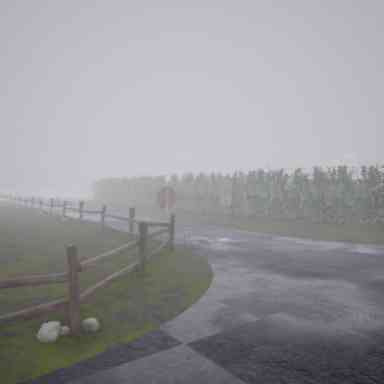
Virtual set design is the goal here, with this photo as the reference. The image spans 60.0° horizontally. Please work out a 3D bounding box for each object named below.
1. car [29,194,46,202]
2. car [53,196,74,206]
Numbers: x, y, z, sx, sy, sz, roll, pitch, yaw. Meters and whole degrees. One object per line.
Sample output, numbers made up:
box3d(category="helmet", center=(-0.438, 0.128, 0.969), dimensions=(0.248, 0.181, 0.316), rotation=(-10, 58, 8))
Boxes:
box3d(category="car", center=(-26.234, 1.070, 56.306), dimensions=(1.895, 1.301, 4.718), rotation=(1, 0, -36))
box3d(category="car", center=(-17.235, 1.221, 44.006), dimensions=(1.895, 1.301, 4.718), rotation=(1, 0, -36))
